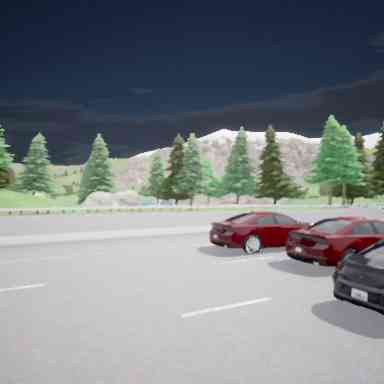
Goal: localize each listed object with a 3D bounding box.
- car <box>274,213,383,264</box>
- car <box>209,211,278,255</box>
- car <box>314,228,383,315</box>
[{"bbox_3d":[5.332,1.518,10.570,5.008,1.535,1.882,0,0,-24],"label":"car"},{"bbox_3d":[3.122,1.517,13.423,5.008,1.535,1.882,0,0,-24],"label":"car"},{"bbox_3d":[4.880,1.555,6.557,4.674,1.442,1.812,0,0,-25],"label":"car"}]
